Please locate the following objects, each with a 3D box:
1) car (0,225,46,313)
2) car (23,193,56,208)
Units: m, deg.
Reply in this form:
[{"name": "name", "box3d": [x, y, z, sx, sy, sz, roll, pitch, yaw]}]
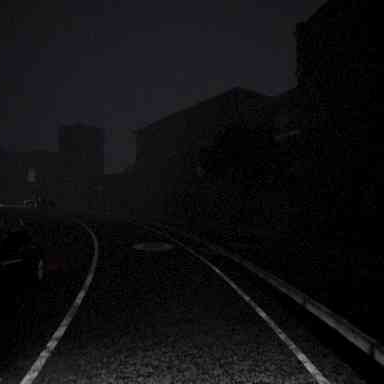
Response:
[{"name": "car", "box3d": [-4.348, 1.491, 6.640, 1.837, 1.490, 4.892, 1, 0, -10]}, {"name": "car", "box3d": [-17.302, 0.888, 37.729, 4.553, 1.767, 2.097, 2, -1, 43]}]
